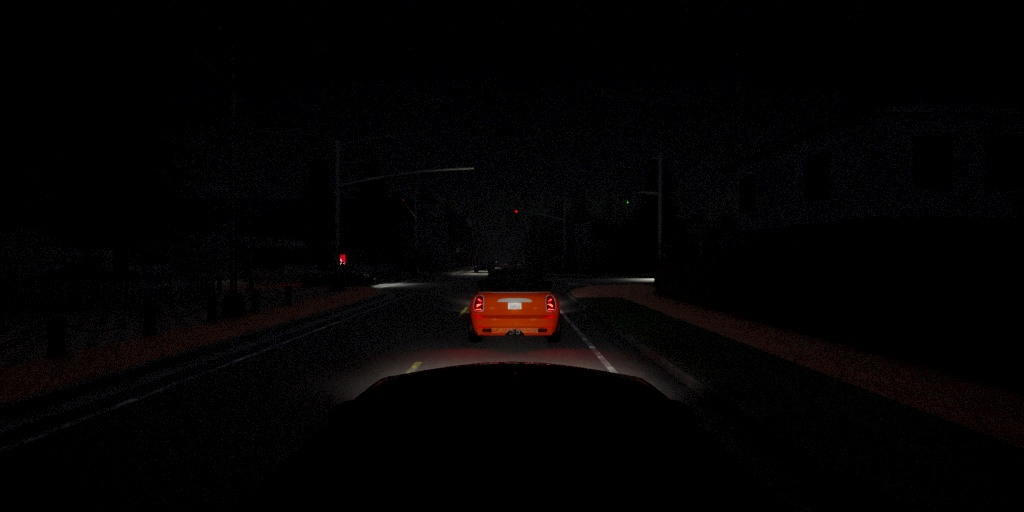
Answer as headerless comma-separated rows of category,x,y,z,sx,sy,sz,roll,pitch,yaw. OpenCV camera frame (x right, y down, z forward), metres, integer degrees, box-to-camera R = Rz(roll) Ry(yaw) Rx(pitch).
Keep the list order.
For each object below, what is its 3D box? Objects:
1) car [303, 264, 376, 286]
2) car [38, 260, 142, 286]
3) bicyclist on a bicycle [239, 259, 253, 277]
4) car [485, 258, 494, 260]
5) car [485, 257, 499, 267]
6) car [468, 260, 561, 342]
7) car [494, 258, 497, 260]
car,-11.789,1.291,24.649,4.674,1.442,1.812,0,0,-2
car,-28.038,1.243,24.153,5.008,1.535,1.882,0,0,-2
bicyclist on a bicycle,-23.556,1.066,31.764,0.582,1.620,1.656,0,0,-2
car,-3.595,1.227,44.746,1.882,1.535,5.008,0,0,0
car,-3.552,1.101,64.627,2.097,1.767,4.553,0,0,0
car,0.072,1.102,9.904,2.097,1.767,4.553,0,0,0
car,-3.588,1.241,54.207,2.128,1.511,4.902,0,0,0
